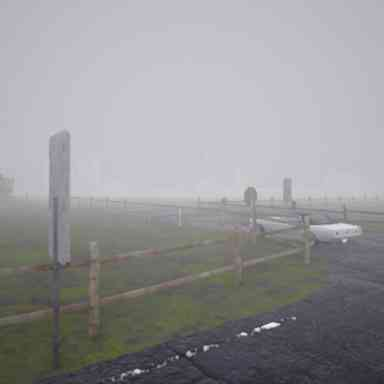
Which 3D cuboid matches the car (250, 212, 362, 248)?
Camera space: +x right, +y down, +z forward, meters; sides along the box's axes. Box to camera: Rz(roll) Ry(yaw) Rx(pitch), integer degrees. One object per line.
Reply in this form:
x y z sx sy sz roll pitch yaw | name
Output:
4.661 1.507 14.505 1.895 1.301 4.718 0 1 -31 | car

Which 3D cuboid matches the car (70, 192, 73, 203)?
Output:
-19.529 0.561 49.497 2.150 2.045 5.566 0 1 -37 | car
